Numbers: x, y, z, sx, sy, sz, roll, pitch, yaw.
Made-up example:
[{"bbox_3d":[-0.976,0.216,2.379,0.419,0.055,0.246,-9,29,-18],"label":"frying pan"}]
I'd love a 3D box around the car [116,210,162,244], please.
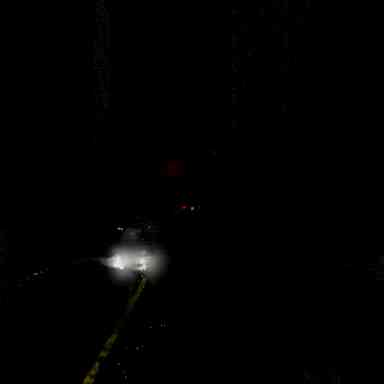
[{"bbox_3d":[-2.629,1.706,17.300,2.128,1.511,4.902,0,-1,0],"label":"car"}]

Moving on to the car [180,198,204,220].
[{"bbox_3d":[0.026,1.622,32.650,2.150,2.045,5.566,0,-1,0],"label":"car"}]

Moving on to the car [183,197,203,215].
[{"bbox_3d":[0.222,1.749,43.270,2.150,2.045,5.566,0,-1,6],"label":"car"}]
